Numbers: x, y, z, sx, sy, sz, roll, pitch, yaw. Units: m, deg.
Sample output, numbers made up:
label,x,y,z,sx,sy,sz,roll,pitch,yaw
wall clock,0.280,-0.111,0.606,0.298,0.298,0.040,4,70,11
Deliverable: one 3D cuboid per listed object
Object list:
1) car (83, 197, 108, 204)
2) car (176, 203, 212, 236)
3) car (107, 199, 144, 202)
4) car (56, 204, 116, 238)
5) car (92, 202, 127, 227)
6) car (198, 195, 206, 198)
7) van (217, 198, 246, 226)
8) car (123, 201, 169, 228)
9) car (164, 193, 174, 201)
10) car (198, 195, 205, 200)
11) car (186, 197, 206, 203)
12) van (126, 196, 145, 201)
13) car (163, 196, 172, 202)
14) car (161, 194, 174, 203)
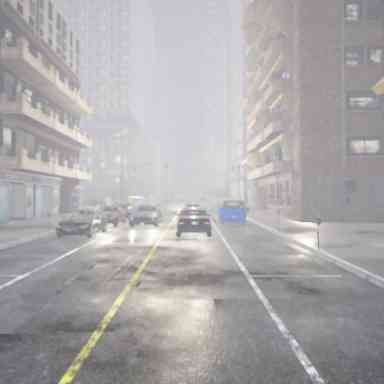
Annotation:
label,x,y,z,sx,sy,sz,roll,pitch,yaw
car,-16.488,1.503,56.746,4.097,1.590,1.967,0,-1,0
car,0.101,1.549,18.473,2.033,1.411,5.357,0,0,0
car,-5.642,1.569,28.558,1.947,1.339,4.313,1,0,0
car,-5.642,1.553,17.478,2.008,1.369,4.403,1,0,0
car,-5.642,1.585,23.019,1.802,1.307,4.206,1,0,0
car,2.708,1.587,83.377,1.802,1.307,4.206,1,0,0
van,2.709,1.343,23.071,1.690,1.788,3.998,1,0,0
car,-3.006,1.550,22.782,2.033,1.411,5.357,0,0,0
car,-5.667,1.321,83.316,2.192,1.841,5.009,1,0,0
car,2.710,1.531,94.703,1.752,1.417,4.829,1,0,0
car,0.101,1.549,36.036,2.033,1.411,5.357,0,0,0
van,-5.807,1.344,34.100,1.690,1.788,3.998,1,0,0
car,-5.673,1.587,77.741,1.802,1.307,4.206,1,0,0
car,-5.670,1.445,72.166,1.967,1.590,4.097,1,0,0
